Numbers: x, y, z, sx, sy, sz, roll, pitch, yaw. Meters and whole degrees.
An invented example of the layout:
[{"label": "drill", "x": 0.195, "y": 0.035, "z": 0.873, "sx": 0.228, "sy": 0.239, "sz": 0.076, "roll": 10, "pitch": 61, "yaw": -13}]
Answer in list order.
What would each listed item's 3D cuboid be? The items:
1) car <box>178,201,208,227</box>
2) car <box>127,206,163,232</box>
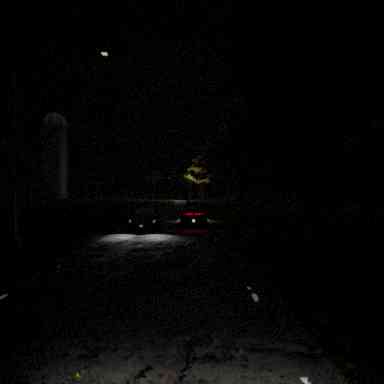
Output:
[{"label": "car", "x": 0.105, "y": 1.645, "z": 24.020, "sx": 1.837, "sy": 1.490, "sz": 4.892, "roll": 0, "pitch": -1, "yaw": 0}, {"label": "car", "x": -2.846, "y": 1.647, "z": 20.959, "sx": 1.812, "sy": 1.442, "sz": 4.674, "roll": 0, "pitch": 0, "yaw": 0}]
